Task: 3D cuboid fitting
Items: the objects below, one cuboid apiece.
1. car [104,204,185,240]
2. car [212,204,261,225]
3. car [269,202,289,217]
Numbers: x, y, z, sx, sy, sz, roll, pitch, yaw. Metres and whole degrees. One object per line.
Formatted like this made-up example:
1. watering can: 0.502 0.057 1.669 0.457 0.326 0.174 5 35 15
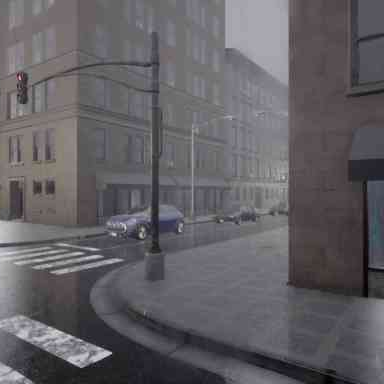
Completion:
1. car: -2.384 1.432 17.574 2.097 1.767 4.553 0 0 35
2. car: 3.653 1.686 26.075 2.033 1.411 5.357 0 0 35
3. car: 9.842 1.743 34.757 2.033 1.411 5.357 0 0 36
